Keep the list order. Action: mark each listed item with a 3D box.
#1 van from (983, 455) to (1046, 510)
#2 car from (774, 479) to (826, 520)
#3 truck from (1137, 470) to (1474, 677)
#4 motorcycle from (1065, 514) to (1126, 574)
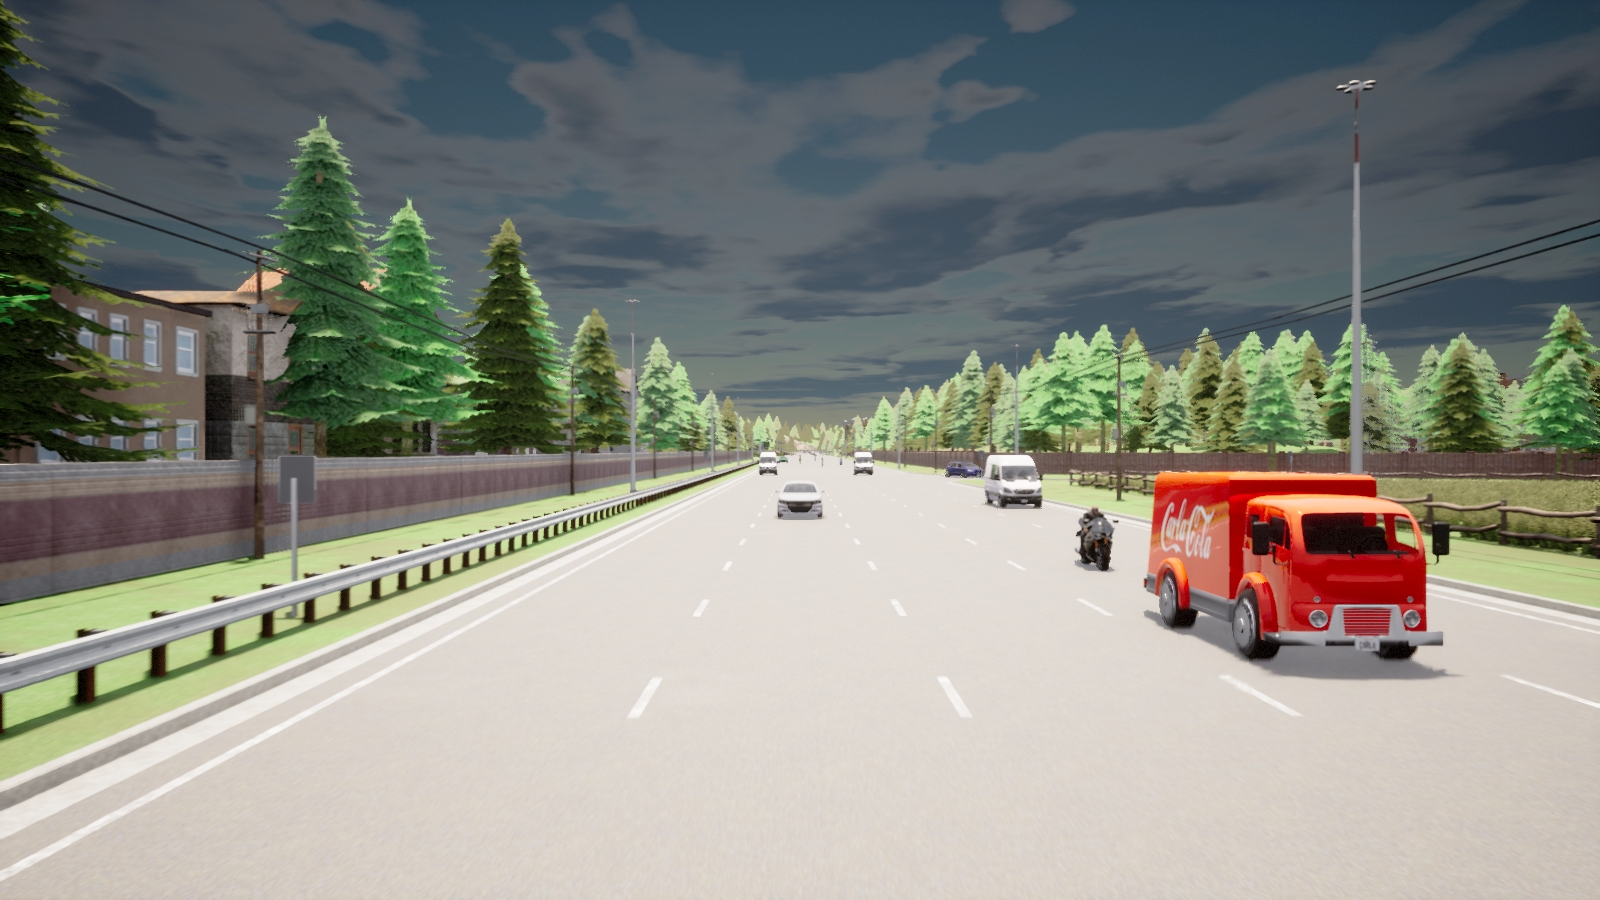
[{"bbox_3d":[10.497,1.534,56.385,1.988,2.561,5.915,0,0,0],"label":"van"},{"bbox_3d":[0.001,2.034,47.947,2.097,1.535,5.006,0,0,0],"label":"car"},{"bbox_3d":[7.004,1.568,16.702,2.627,2.467,5.204,0,0,0],"label":"truck"},{"bbox_3d":[7.000,2.205,27.169,0.867,1.251,2.209,0,0,0],"label":"motorcycle"}]
